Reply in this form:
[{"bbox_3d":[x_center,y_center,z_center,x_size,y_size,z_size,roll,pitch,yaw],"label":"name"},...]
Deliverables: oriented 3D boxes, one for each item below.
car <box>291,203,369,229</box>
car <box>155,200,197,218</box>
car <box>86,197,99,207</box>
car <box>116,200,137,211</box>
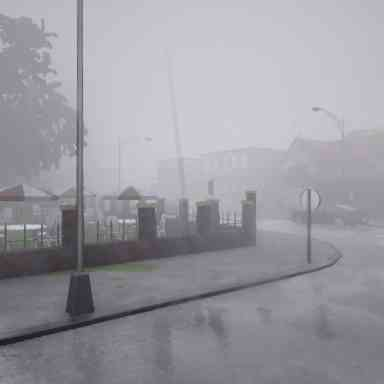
[{"bbox_3d":[8.818,1.478,21.689,1.882,1.535,5.008,-1,0,-35],"label":"car"},{"bbox_3d":[-1.477,1.491,29.633,2.128,1.511,4.902,0,0,-36],"label":"car"},{"bbox_3d":[-14.082,1.504,47.369,1.837,1.490,4.892,0,0,-35],"label":"car"},{"bbox_3d":[-7.546,1.547,38.129,2.033,1.411,5.357,0,0,-36],"label":"car"}]
